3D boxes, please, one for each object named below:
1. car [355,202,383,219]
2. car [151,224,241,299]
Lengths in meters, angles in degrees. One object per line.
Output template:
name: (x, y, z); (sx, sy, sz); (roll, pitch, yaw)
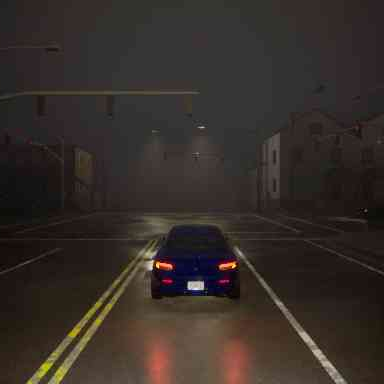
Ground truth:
car: (16.305, 1.526, 28.033); (4.674, 1.442, 1.812); (0, 0, -1)
car: (0.086, 1.526, 8.304); (1.812, 1.442, 4.674); (0, 0, 0)
